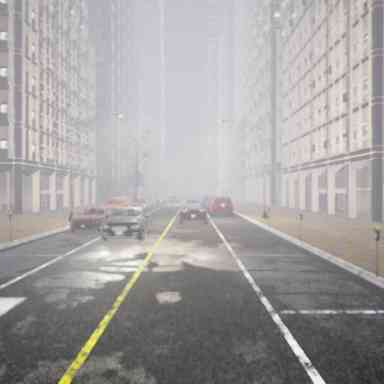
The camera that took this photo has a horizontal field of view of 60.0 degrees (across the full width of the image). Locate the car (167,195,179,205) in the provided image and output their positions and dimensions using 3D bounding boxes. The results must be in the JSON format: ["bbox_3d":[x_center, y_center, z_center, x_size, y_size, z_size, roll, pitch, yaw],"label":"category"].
[{"bbox_3d":[-3.065,1.437,58.611,1.837,1.490,4.892,0,0,0],"label":"car"}]

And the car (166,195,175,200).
[{"bbox_3d":[-5.708,1.424,87.978,1.947,1.339,4.313,0,0,0],"label":"car"}]

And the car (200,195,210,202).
[{"bbox_3d":[2.675,1.458,70.884,2.008,1.369,4.403,0,0,0],"label":"car"}]

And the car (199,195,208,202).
[{"bbox_3d":[2.674,1.474,76.582,1.802,1.307,4.206,0,0,0],"label":"car"}]

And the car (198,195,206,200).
[{"bbox_3d":[2.673,1.404,87.978,1.887,1.381,4.507,0,0,0],"label":"car"}]

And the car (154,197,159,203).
[{"bbox_3d":[-5.701,1.401,42.391,1.967,1.590,4.097,0,0,0],"label":"car"}]

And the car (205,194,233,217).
[{"bbox_3d":[2.681,1.292,30.992,2.192,1.841,5.009,0,0,0],"label":"car"}]

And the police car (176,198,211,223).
[{"bbox_3d":[0.095,1.486,25.168,2.038,1.542,4.974,0,0,0],"label":"police car"}]

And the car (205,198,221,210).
[{"bbox_3d":[2.680,1.486,42.560,1.752,1.417,4.829,0,0,0],"label":"car"}]

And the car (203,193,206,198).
[{"bbox_3d":[2.680,1.285,36.691,2.192,1.841,5.009,0,0,0],"label":"car"}]

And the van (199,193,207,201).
[{"bbox_3d":[2.673,1.217,82.280,1.690,1.788,3.998,0,0,0],"label":"van"}]

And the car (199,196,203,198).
[{"bbox_3d":[0.092,1.525,42.246,1.994,1.385,4.181,0,0,0],"label":"car"}]

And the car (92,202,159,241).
[{"bbox_3d":[-3.102,1.482,16.600,2.128,1.511,4.902,0,0,0],"label":"car"}]

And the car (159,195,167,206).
[{"bbox_3d":[-5.703,1.492,53.788,2.008,1.369,4.403,0,0,0],"label":"car"}]

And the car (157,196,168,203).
[{"bbox_3d":[-5.705,1.445,65.014,1.752,1.417,4.829,0,0,0],"label":"car"}]

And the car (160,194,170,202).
[{"bbox_3d":[-5.706,1.346,70.884,1.967,1.590,4.097,0,0,0],"label":"car"}]

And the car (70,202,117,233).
[{"bbox_3d":[-5.697,1.533,19.597,1.887,1.381,4.507,0,0,0],"label":"car"}]

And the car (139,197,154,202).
[{"bbox_3d":[-5.700,1.409,36.692,1.967,1.590,4.097,0,0,0],"label":"car"}]

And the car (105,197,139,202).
[{"bbox_3d":[-5.699,1.298,25.296,2.192,1.841,5.009,0,0,0],"label":"car"}]

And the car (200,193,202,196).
[{"bbox_3d":[2.677,1.257,53.786,2.192,1.841,5.009,0,0,0],"label":"car"}]
